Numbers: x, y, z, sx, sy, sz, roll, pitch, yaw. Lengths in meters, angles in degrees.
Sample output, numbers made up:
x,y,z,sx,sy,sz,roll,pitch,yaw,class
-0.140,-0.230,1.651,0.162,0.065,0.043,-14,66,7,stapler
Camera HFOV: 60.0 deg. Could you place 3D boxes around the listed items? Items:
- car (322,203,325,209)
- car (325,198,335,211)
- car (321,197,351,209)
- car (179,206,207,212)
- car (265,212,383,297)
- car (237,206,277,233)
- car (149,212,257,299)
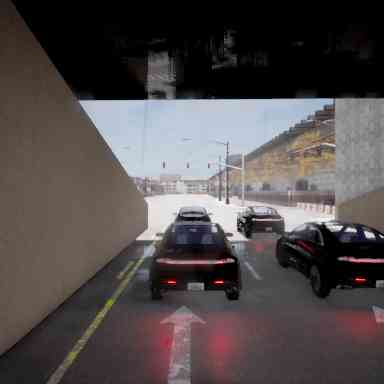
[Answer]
x,y,z,sx,sy,sz,roll,pitch,yaw,class
17.405,1.452,40.116,2.038,1.542,4.974,0,0,45,car
17.316,1.452,35.509,2.038,1.542,4.974,0,0,-35,car
17.442,1.295,40.153,1.853,1.218,4.536,0,0,45,car
0.041,1.505,17.546,1.837,1.490,4.892,0,0,0,car
3.559,1.491,8.588,2.128,1.511,4.902,0,0,0,car
3.539,1.491,17.721,2.128,1.511,4.902,0,0,0,car
0.063,1.492,8.425,2.128,1.511,4.902,0,0,0,car
